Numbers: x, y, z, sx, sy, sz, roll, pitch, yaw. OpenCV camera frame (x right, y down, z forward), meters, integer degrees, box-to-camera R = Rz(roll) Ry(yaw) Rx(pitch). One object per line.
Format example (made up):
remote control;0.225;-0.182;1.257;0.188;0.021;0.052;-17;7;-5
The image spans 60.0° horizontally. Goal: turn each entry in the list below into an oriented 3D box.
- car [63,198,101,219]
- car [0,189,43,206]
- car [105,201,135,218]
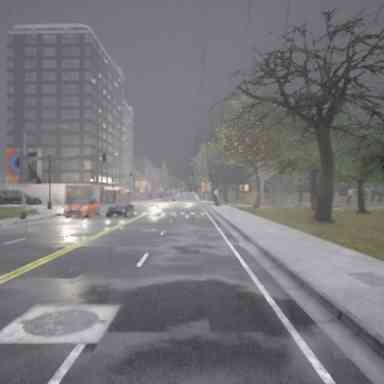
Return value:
car;-9.776;1.387;29.839;2.097;1.767;4.553;0;0;0
car;-20.883;0.795;39.684;5.566;2.045;2.150;4;-3;-43
car;-6.514;1.587;30.859;2.033;1.411;5.357;0;0;0
